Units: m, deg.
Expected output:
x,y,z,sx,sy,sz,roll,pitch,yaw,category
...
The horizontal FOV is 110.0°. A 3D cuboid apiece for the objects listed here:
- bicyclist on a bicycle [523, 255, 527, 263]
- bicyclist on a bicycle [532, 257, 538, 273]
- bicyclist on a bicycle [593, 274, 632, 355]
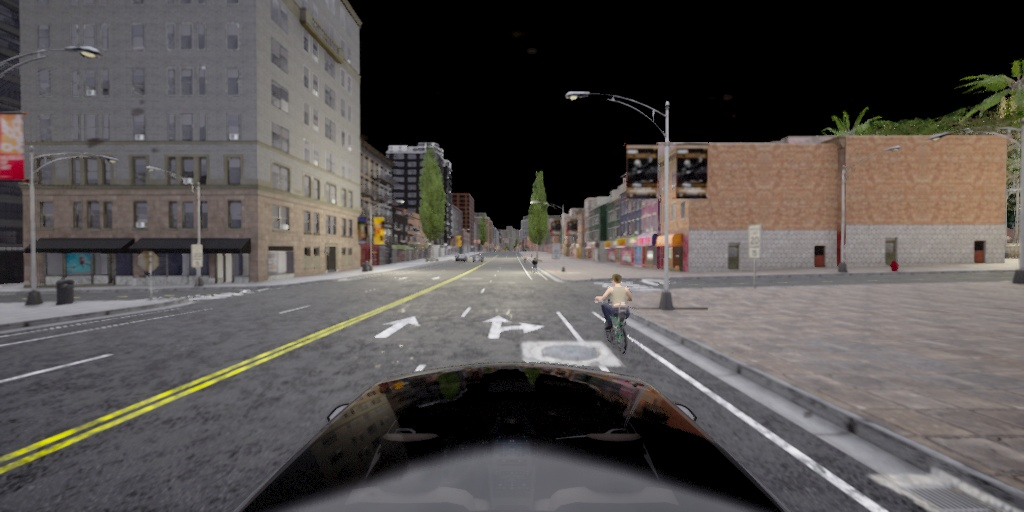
x,y,z,sx,sy,sz,roll,pitch,yaw,category
2.273,0.570,61.981,0.866,1.612,1.509,0,1,0,bicyclist on a bicycle
2.254,0.993,35.647,0.659,1.776,1.843,0,1,0,bicyclist on a bicycle
2.230,1.184,7.733,0.866,1.612,1.509,0,0,0,bicyclist on a bicycle
